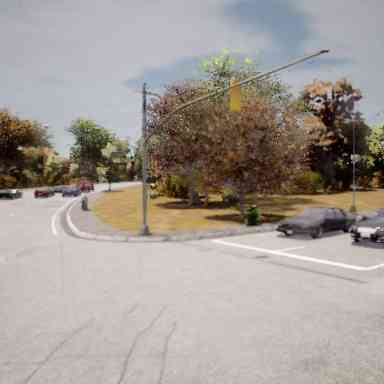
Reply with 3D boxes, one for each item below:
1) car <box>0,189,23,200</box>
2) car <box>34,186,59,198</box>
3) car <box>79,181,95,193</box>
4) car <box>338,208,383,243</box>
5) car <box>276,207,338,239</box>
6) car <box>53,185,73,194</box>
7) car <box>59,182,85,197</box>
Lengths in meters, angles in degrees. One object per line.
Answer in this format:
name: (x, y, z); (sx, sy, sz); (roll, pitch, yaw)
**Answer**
car: (-25.067, 0.303, 45.992); (1.895, 1.301, 4.718); (0, 3, -9)
car: (-21.858, -0.005, 49.465); (1.882, 1.535, 5.008); (0, 4, -8)
car: (-19.618, -1.012, 61.424); (2.150, 2.045, 5.566); (0, 4, -1)
car: (8.940, 1.429, 14.667); (4.902, 1.511, 2.128); (-1, 1, -35)
car: (6.732, 1.488, 17.442); (5.357, 1.411, 2.033); (-1, 1, -38)
car: (-23.041, -0.551, 59.441); (1.994, 1.385, 4.181); (0, 4, -1)
car: (-18.586, -0.241, 51.620); (2.097, 1.767, 4.553); (0, 4, -7)
